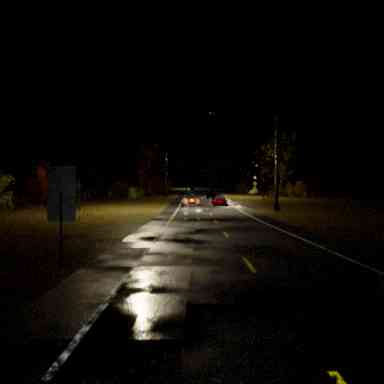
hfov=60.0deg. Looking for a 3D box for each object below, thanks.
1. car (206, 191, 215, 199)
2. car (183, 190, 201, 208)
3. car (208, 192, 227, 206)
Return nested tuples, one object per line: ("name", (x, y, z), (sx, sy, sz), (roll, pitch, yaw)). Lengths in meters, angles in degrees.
("car", (3.700, 0.521, 63.203), (1.837, 1.490, 4.892), (0, 2, 1))
("car", (0.008, 1.020, 42.307), (2.097, 1.767, 4.553), (0, 2, 0))
("car", (3.696, 1.145, 45.397), (1.994, 1.385, 4.181), (0, 2, 0))
